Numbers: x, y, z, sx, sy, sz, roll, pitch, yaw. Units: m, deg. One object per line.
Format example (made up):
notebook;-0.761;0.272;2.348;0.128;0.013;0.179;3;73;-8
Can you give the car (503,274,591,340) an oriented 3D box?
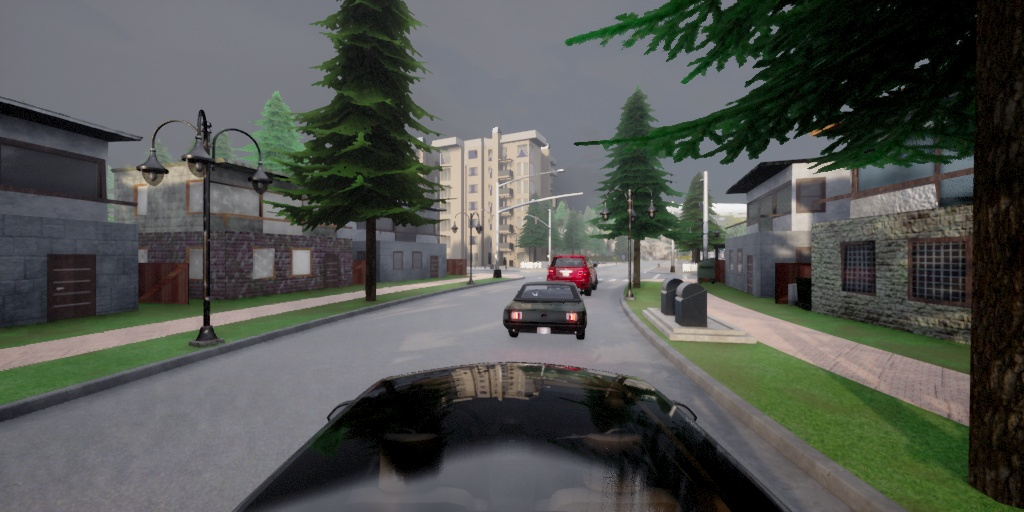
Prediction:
car;1.071;1.351;10.057;1.895;1.301;4.718;0;0;9

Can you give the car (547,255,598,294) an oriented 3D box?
car;3.366;0.971;19.553;2.150;2.045;5.566;0;0;18
